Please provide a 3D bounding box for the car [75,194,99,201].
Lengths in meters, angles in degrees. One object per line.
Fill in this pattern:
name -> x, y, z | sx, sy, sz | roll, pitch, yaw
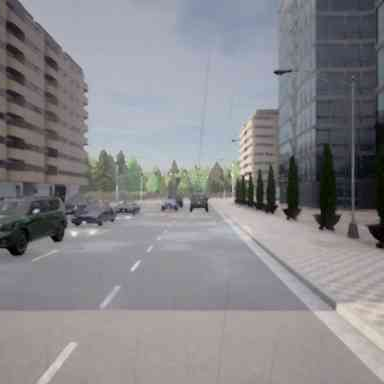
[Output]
car -> -10.078, 1.238, 30.415 | 2.150, 2.045, 5.566 | 0, 0, 2

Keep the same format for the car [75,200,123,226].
car -> -6.757, 1.557, 23.742 | 2.033, 1.411, 5.357 | 0, 0, 2

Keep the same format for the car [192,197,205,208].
car -> 1.030, 1.551, 50.035 | 1.837, 1.490, 4.892 | 0, 0, 2

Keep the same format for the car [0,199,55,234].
car -> -10.347, 1.356, 20.216 | 2.097, 1.767, 4.553 | 0, 0, 1

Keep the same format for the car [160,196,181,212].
car -> -2.637, 1.557, 40.155 | 1.812, 1.442, 4.674 | 0, 0, 1

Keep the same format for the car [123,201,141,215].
car -> -6.482, 1.586, 33.759 | 1.994, 1.385, 4.181 | 0, 0, 2

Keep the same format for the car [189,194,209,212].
car -> 0.840, 1.252, 39.106 | 2.150, 2.045, 5.566 | 0, 0, 1

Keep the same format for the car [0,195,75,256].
car -> -6.991, 1.218, 13.500 | 2.150, 2.045, 5.566 | 0, 0, 2

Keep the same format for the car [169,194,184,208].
car -> -2.475, 1.265, 50.031 | 2.150, 2.045, 5.566 | 0, 0, 1
